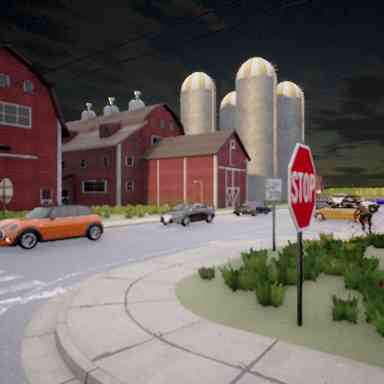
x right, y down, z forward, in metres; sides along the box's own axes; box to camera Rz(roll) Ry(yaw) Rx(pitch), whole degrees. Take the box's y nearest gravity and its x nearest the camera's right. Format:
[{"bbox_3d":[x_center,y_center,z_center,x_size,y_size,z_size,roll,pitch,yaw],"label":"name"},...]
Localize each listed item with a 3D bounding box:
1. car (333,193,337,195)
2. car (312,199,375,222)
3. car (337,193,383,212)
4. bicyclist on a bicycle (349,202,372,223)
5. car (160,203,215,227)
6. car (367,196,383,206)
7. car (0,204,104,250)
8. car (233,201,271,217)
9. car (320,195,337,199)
[{"bbox_3d":[21.884,1.232,48.685,2.150,2.045,5.566,0,0,35],"label":"car"},{"bbox_3d":[11.254,1.511,25.281,4.193,1.474,1.816,0,0,35],"label":"car"},{"bbox_3d":[18.520,1.319,36.652,3.866,1.878,1.905,0,0,35],"label":"car"},{"bbox_3d":[8.347,1.303,16.431,0.582,1.620,1.656,0,0,-21],"label":"bicyclist on a bicycle"},{"bbox_3d":[-0.204,1.504,23.070,2.128,1.511,4.902,0,0,35],"label":"car"},{"bbox_3d":[32.402,1.487,56.483,4.611,1.667,2.242,0,0,35],"label":"car"},{"bbox_3d":[-6.250,1.365,14.694,2.097,1.767,4.553,0,0,39],"label":"car"},{"bbox_3d":[5.867,1.560,31.846,2.033,1.411,5.357,0,0,35],"label":"car"},{"bbox_3d":[16.023,1.502,40.127,2.128,1.511,4.902,0,0,35],"label":"car"}]
